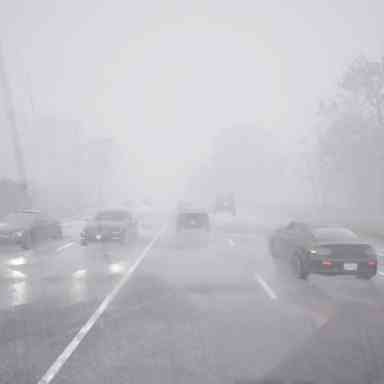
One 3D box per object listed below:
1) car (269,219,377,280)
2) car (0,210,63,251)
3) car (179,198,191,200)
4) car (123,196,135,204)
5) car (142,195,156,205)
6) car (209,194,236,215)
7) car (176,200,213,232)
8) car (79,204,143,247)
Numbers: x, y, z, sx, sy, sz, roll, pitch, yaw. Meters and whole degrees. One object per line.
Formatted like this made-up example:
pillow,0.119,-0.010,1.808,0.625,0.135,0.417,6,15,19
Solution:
car,3.602,1.527,9.861,1.812,1.442,4.674,0,0,0
car,-7.113,1.528,14.310,1.812,1.442,4.674,0,0,-1
car,-0.847,1.485,38.647,1.882,1.535,5.008,0,0,-5
car,-10.801,1.477,56.570,1.882,1.535,5.008,0,0,-12
car,-7.446,1.357,57.572,2.097,1.767,4.553,0,0,-12
car,3.031,1.230,33.970,2.150,2.045,5.566,0,0,-4
car,0.027,1.481,20.275,1.882,1.535,5.008,0,0,-1
car,-3.634,1.507,15.270,1.837,1.490,4.892,0,0,-1
